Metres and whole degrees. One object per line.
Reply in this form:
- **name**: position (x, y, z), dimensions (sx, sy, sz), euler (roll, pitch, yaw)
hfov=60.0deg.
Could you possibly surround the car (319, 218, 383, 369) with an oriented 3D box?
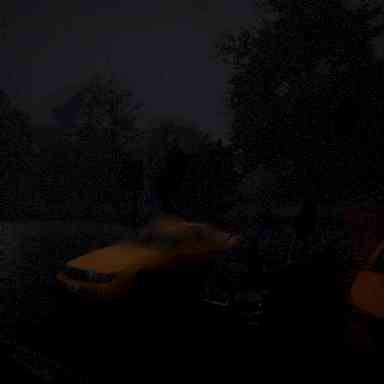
- **car**: position (3.897, 1.466, 5.497), dimensions (2.097, 1.535, 5.008), euler (0, 0, 36)

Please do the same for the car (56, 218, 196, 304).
- **car**: position (-0.723, 1.485, 8.561), dimensions (1.946, 1.575, 5.366), euler (0, 0, 36)

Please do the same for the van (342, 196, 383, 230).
- **van**: position (9.391, 1.247, 17.783), dimensions (1.878, 1.987, 4.442), euler (0, 0, 36)

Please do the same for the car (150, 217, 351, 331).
- **car**: position (1.641, 1.474, 7.108), dimensions (2.231, 1.521, 4.892), euler (0, 0, 36)
